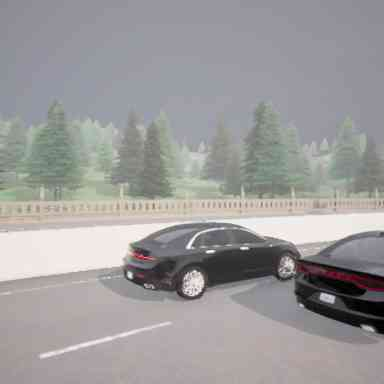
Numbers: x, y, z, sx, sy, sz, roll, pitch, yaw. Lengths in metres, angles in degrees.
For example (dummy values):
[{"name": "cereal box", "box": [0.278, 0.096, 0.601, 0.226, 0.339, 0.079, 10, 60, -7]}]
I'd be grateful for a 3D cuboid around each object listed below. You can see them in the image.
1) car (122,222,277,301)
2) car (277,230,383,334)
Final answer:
[{"name": "car", "box": [0.688, 1.521, 8.408, 4.892, 1.490, 1.837, 0, 0, -34]}, {"name": "car", "box": [4.159, 1.500, 6.508, 5.008, 1.535, 1.882, 0, 0, -33]}]
